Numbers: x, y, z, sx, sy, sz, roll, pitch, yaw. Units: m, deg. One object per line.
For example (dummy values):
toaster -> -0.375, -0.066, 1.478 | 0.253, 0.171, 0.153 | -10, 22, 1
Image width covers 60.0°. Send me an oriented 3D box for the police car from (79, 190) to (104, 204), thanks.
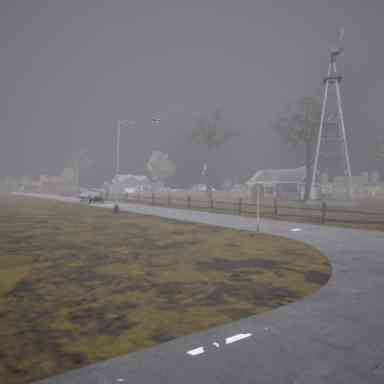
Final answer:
police car -> -12.610, 0.552, 41.811 | 1.930, 1.638, 5.238 | 2, 0, -35
